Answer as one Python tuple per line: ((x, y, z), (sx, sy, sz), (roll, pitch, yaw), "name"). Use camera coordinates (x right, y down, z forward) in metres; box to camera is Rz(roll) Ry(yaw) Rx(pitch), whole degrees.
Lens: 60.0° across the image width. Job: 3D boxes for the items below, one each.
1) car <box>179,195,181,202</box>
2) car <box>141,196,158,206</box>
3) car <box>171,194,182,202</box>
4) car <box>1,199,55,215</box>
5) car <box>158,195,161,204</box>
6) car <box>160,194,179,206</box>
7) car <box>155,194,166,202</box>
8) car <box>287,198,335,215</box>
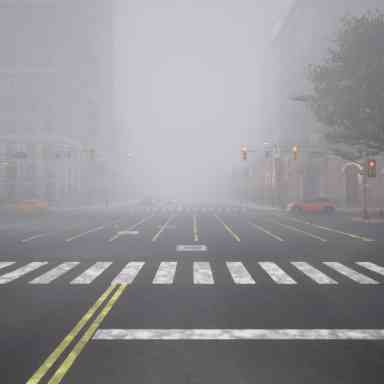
((-3.619, 1.601, 65.098), (1.895, 1.301, 4.718), (0, 0, 1), "car")
((-7.183, 1.505, 55.182), (1.837, 1.490, 4.892), (0, 0, 0), "car")
((-3.493, 1.355, 75.053), (2.097, 1.767, 4.553), (0, 0, 0), "car")
((-16.233, 1.477, 33.022), (5.008, 1.535, 1.882), (0, 0, 0), "car")
((-7.130, 1.478, 64.526), (1.882, 1.535, 5.008), (0, 0, 1), "car")
((-3.683, 1.478, 55.423), (1.882, 1.535, 5.008), (0, 0, 0), "car")
((-6.995, 1.355, 74.800), (2.097, 1.767, 4.553), (0, 0, 0), "car")
((12.011, 1.351, 33.796), (4.553, 1.767, 2.097), (0, 0, 14), "car")
